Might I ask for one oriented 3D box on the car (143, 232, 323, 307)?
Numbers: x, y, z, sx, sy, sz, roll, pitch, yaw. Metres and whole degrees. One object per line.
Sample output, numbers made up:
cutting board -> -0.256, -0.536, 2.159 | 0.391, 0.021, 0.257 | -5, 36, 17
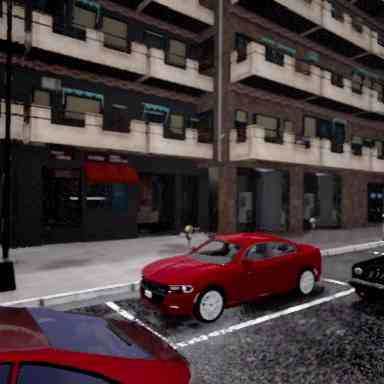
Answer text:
car -> 1.035, 1.616, 7.328 | 4.507, 1.381, 1.887 | 1, 0, -36

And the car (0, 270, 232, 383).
car -> -1.902, 1.571, 1.998 | 4.181, 1.385, 1.994 | 1, -1, -36

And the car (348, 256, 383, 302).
car -> 5.507, 1.700, 7.385 | 4.718, 1.301, 1.895 | 1, -1, -36
